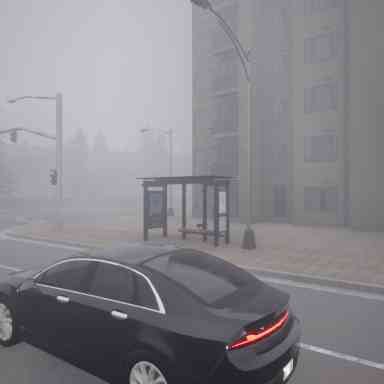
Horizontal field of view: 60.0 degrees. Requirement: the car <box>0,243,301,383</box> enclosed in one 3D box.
[{"bbox_3d":[-1.020,1.505,4.710,4.892,1.490,1.837,0,0,35],"label":"car"}]
